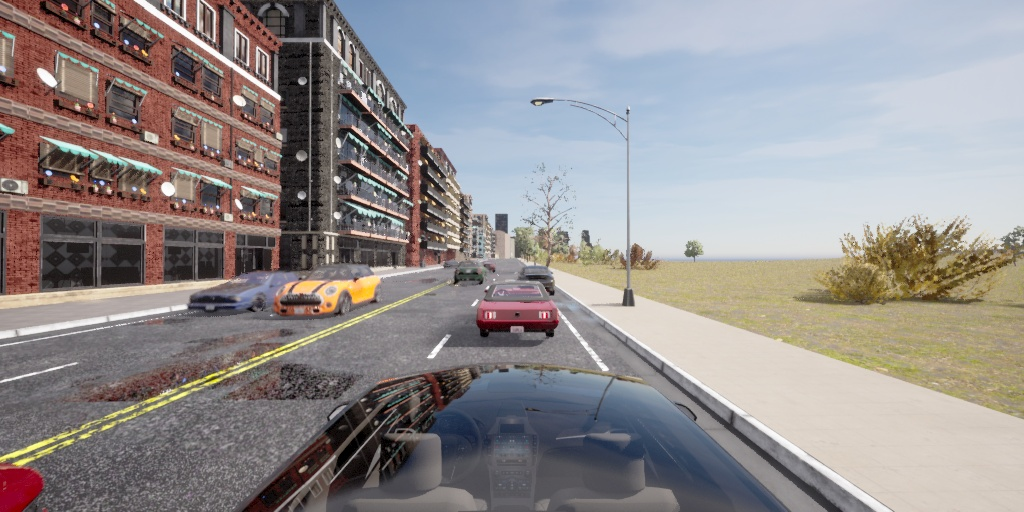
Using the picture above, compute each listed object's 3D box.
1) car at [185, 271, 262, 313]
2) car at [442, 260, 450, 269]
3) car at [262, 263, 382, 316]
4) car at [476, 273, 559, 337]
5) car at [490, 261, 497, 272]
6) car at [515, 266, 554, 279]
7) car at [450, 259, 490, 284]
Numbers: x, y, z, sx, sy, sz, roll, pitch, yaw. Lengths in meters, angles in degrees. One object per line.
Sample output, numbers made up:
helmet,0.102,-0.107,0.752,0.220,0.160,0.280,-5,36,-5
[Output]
car,-9.795,1.299,14.304,2.033,1.411,5.357,0,0,0
car,-9.594,1.314,56.297,1.994,1.385,4.181,0,0,0
car,-6.549,1.103,13.303,2.097,1.767,4.553,0,0,0
car,0.136,1.352,10.224,1.895,1.301,4.718,0,0,0
car,-2.962,1.277,44.666,1.812,1.442,4.674,0,0,0
car,1.215,1.257,19.424,1.837,1.490,4.892,0,0,0
car,-3.038,1.106,27.135,2.097,1.767,4.553,0,0,0
